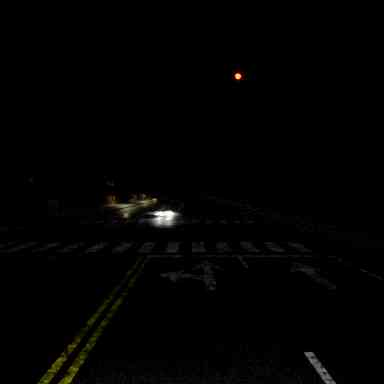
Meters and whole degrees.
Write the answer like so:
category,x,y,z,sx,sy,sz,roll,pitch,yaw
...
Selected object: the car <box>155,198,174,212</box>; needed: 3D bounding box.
category,x,y,z,sx,sy,sz,roll,pitch,yaw
car,-3.208,1.532,39.511,2.128,1.511,4.902,0,1,0
